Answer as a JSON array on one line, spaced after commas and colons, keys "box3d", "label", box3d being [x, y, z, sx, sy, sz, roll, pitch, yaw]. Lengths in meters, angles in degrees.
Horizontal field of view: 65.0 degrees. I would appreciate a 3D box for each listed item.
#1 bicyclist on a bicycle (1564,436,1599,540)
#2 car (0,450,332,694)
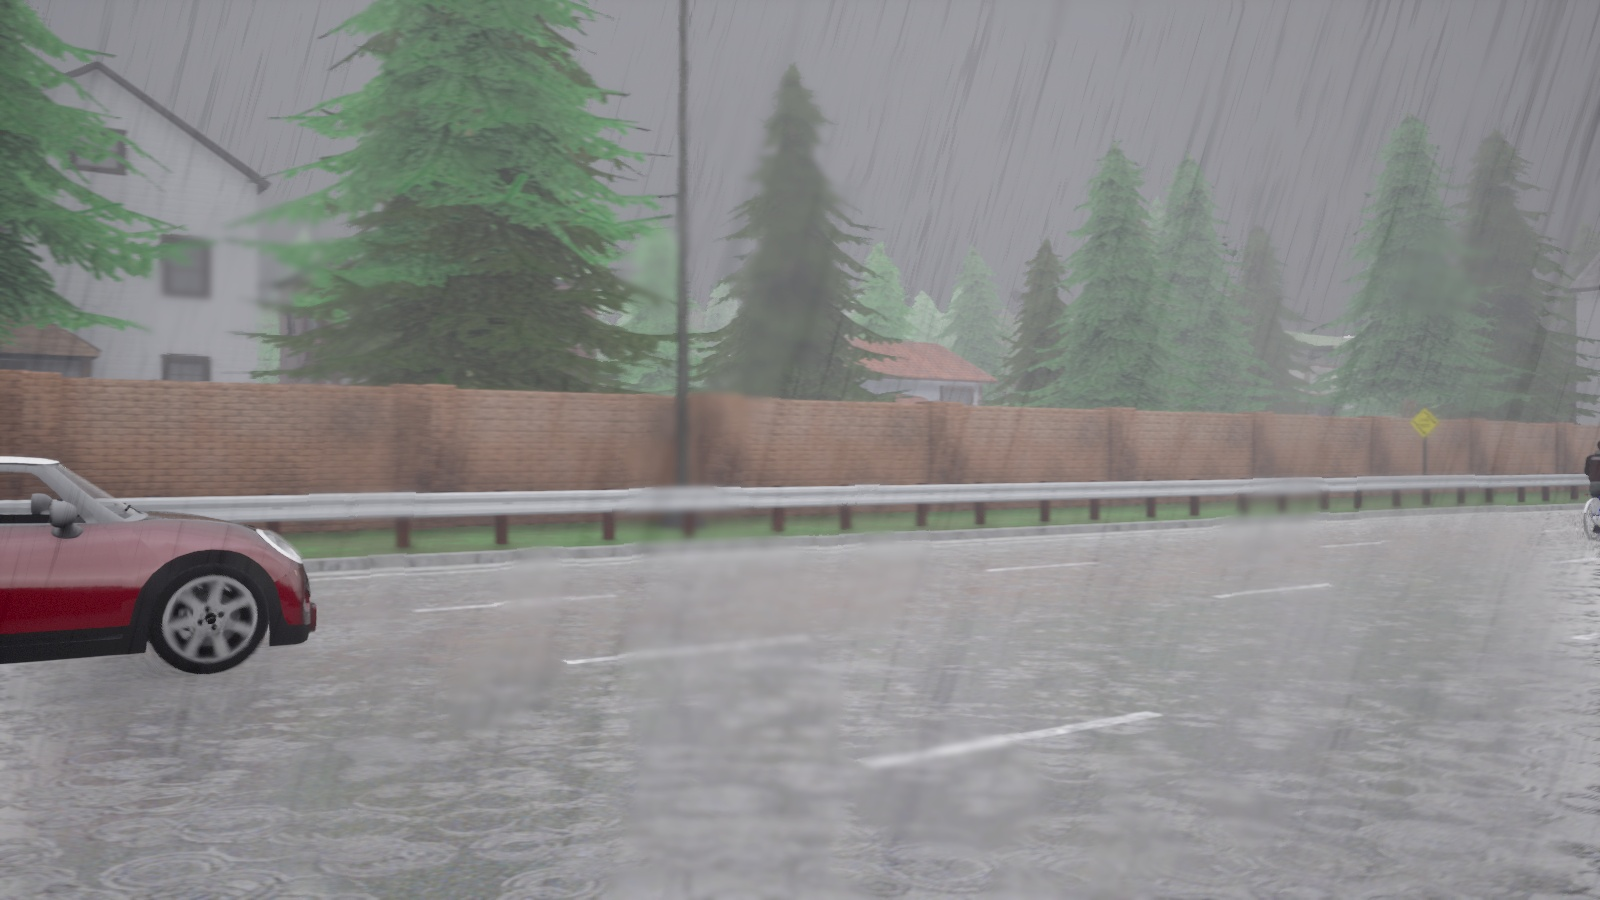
[{"box3d": [14.236, 0.640, 22.097, 1.843, 1.776, 0.659, 0, 0, -35], "label": "bicyclist on a bicycle"}, {"box3d": [-5.374, 0.742, 8.447, 3.806, 1.475, 1.970, 0, 0, -35], "label": "car"}]
